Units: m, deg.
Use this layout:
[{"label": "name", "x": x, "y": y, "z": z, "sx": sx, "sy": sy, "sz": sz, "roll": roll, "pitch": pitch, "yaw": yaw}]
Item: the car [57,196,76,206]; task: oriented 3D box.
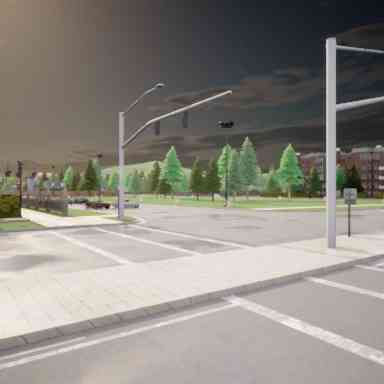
[{"label": "car", "x": -21.429, "y": 1.505, "z": 55.595, "sx": 1.837, "sy": 1.490, "sz": 4.892, "roll": 0, "pitch": 0, "yaw": -36}]

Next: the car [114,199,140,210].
[{"label": "car", "x": -8.705, "y": 1.600, "z": 44.002, "sx": 1.895, "sy": 1.301, "sz": 4.718, "roll": 0, "pitch": 0, "yaw": -36}]

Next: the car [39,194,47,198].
[{"label": "car", "x": -30.578, "y": 1.114, "z": 68.312, "sx": 1.837, "sy": 1.490, "sz": 4.892, "roll": 0, "pitch": 0, "yaw": -36}]

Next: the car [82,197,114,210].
[{"label": "car", "x": -12.154, "y": 1.599, "z": 42.802, "sx": 1.895, "sy": 1.301, "sz": 4.718, "roll": 0, "pitch": 0, "yaw": -36}]

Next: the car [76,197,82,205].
[{"label": "car", "x": -19.820, "y": 1.546, "z": 59.355, "sx": 2.033, "sy": 1.411, "sz": 5.357, "roll": 0, "pitch": 0, "yaw": -36}]
